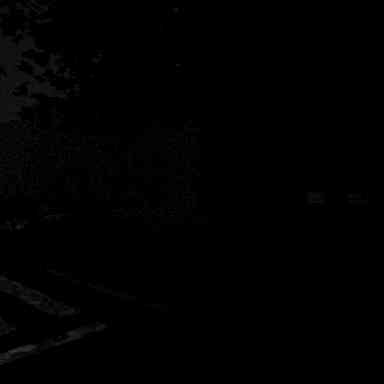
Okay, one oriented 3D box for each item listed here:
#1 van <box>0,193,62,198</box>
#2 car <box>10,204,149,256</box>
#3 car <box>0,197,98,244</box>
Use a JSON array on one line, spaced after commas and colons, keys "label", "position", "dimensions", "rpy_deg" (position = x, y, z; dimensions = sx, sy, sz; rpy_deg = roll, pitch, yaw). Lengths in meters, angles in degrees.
[{"label": "van", "position": [-8.018, 1.146, 16.460], "dimensions": [1.878, 1.987, 4.442], "rpy_deg": [1, 0, 42]}, {"label": "car", "position": [-3.876, 1.422, 12.825], "dimensions": [2.231, 1.521, 4.892], "rpy_deg": [1, 0, 42]}, {"label": "car", "position": [-5.884, 1.272, 14.710], "dimensions": [2.185, 1.767, 4.553], "rpy_deg": [1, 0, 42]}]
